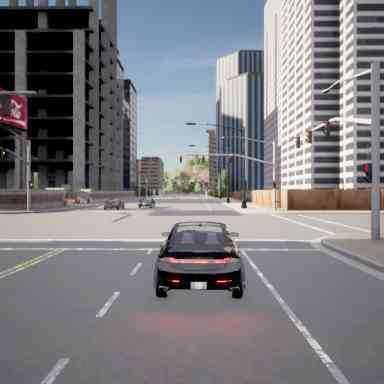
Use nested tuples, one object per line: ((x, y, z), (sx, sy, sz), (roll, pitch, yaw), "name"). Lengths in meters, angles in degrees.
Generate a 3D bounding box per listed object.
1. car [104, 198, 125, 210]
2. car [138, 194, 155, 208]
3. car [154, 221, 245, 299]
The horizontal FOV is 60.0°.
((-9.991, 1.526, 43.090), (1.812, 1.442, 4.674), (0, 0, 1), "car")
((-6.420, 1.491, 47.534), (2.128, 1.511, 4.902), (0, 0, 1), "car")
((0.205, 1.492, 8.485), (2.128, 1.511, 4.902), (0, 0, 2), "car")
